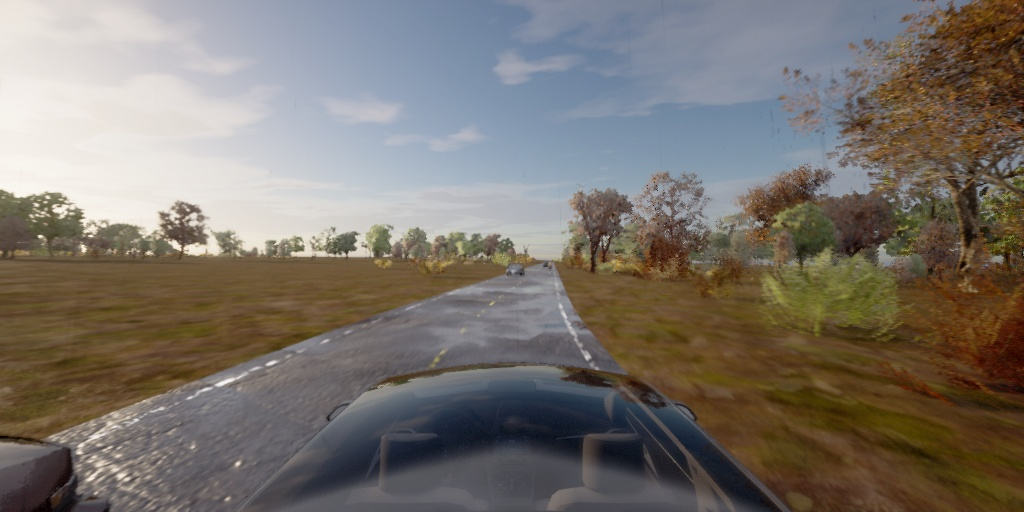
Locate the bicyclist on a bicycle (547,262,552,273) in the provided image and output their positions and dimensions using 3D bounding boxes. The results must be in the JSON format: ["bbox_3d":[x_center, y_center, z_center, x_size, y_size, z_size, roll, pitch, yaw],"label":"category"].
[{"bbox_3d":[5.740,1.745,54.606,0.866,1.612,1.509,0,-1,6],"label":"bicyclist on a bicycle"}]

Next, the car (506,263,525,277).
[{"bbox_3d":[0.435,1.626,42.189,2.128,1.511,4.902,1,-1,7],"label":"car"}]
